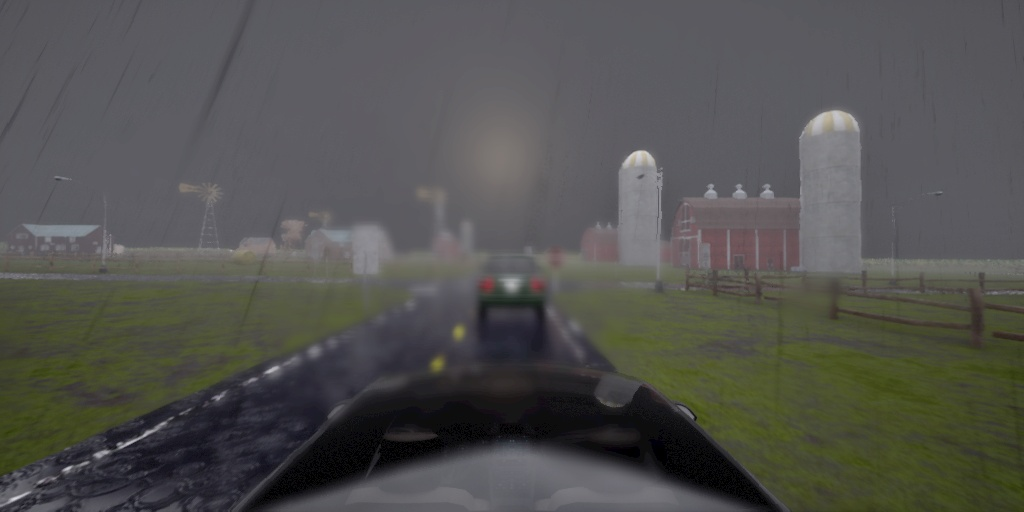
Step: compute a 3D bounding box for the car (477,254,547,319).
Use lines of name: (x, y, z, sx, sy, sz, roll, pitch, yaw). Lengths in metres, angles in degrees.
car: (0.017, 0.973, 12.970, 2.150, 2.045, 5.566, 0, 0, 0)
